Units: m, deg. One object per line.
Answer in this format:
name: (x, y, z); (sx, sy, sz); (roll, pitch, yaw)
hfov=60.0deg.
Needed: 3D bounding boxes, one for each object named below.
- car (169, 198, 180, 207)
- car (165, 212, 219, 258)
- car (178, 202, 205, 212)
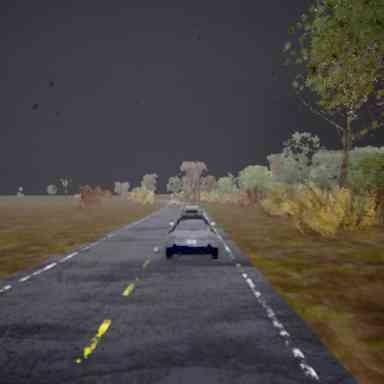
car: (-3.419, 2.022, 64.978); (2.097, 1.767, 4.553); (0, -1, -2)
car: (0.014, 1.706, 13.461); (1.994, 1.385, 4.181); (0, 0, 1)
car: (0.007, 1.803, 28.489); (1.837, 1.490, 4.892); (0, 0, 0)
